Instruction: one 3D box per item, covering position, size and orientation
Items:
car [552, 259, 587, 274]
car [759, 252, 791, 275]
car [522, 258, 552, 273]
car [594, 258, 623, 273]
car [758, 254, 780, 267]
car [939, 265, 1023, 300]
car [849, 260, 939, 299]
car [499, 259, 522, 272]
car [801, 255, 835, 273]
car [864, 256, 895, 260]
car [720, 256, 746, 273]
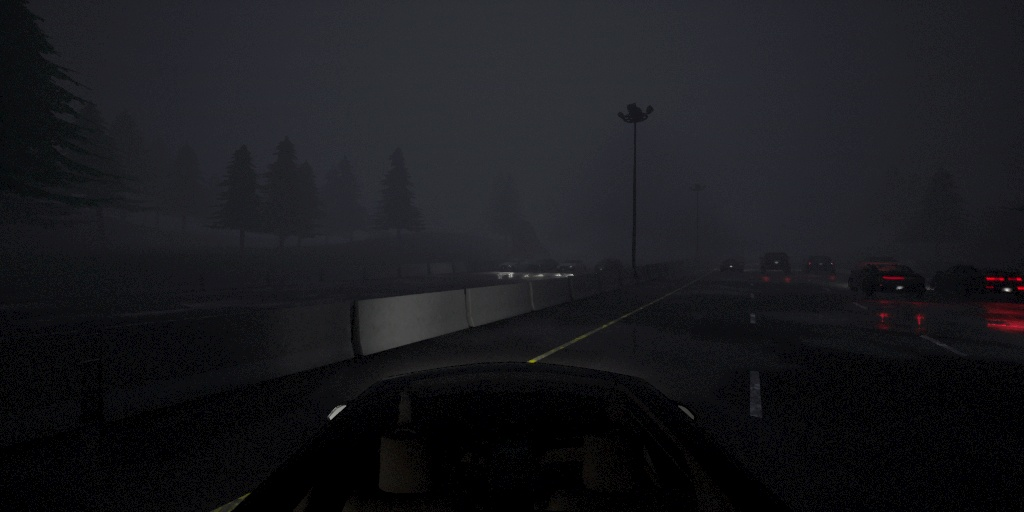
[{"bbox_3d":[6.432,1.037,37.992,1.812,1.442,4.674,0,1,34],"label":"car"},{"bbox_3d":[25.087,0.629,34.230,2.150,2.045,5.566,0,1,34],"label":"car"},{"bbox_3d":[3.510,0.987,39.919,1.882,1.535,5.008,0,1,34],"label":"car"},{"bbox_3d":[10.085,1.003,37.143,2.128,1.511,4.902,0,1,34],"label":"car"},{"bbox_3d":[33.369,0.584,46.656,2.128,1.511,4.902,0,1,33],"label":"car"},{"bbox_3d":[22.004,1.142,16.974,1.837,1.490,4.892,0,0,34],"label":"car"},{"bbox_3d":[18.222,1.144,17.610,2.128,1.511,4.902,0,1,34],"label":"car"},{"bbox_3d":[0.355,1.038,41.504,1.812,1.442,4.674,0,1,34],"label":"car"},{"bbox_3d":[29.776,0.703,34.960,2.097,1.767,4.553,0,1,34],"label":"car"},{"bbox_3d":[30.940,0.763,30.392,2.097,1.767,4.553,0,1,33],"label":"car"},{"bbox_3d":[22.563,0.956,36.758,1.994,1.385,4.181,0,1,34],"label":"car"}]
